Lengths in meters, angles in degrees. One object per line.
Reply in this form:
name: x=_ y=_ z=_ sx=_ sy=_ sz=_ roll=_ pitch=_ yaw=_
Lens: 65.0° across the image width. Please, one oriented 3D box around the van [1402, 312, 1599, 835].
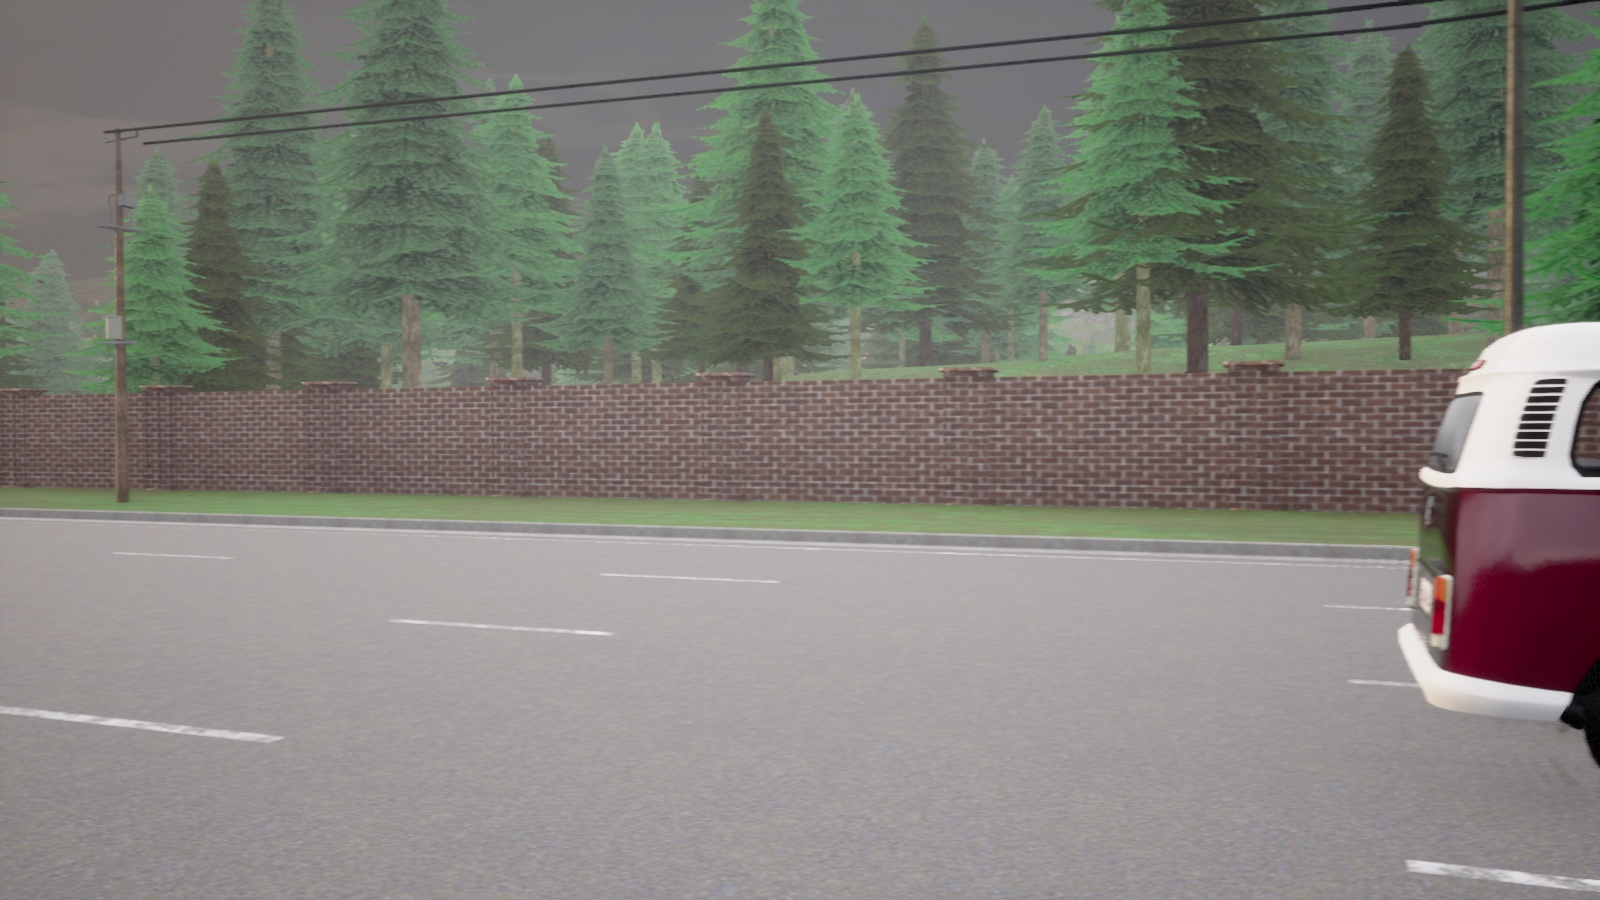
van: x=5.083 y=0.483 z=5.229 sx=4.480 sy=2.038 sz=2.069 roll=1 pitch=1 yaw=21
